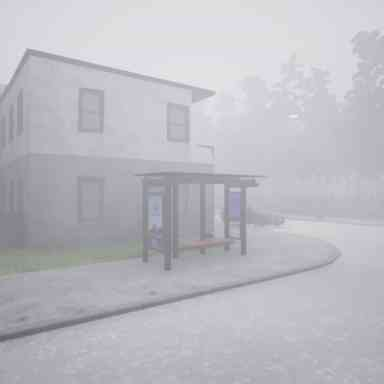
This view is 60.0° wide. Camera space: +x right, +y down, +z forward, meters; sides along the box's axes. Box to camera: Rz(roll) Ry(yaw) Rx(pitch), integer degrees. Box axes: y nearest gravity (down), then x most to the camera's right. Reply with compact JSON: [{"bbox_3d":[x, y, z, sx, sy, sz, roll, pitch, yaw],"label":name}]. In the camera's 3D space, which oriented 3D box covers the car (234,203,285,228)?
[{"bbox_3d":[3.971,1.500,22.352,1.837,1.490,4.892,0,0,-36],"label":"car"}]
